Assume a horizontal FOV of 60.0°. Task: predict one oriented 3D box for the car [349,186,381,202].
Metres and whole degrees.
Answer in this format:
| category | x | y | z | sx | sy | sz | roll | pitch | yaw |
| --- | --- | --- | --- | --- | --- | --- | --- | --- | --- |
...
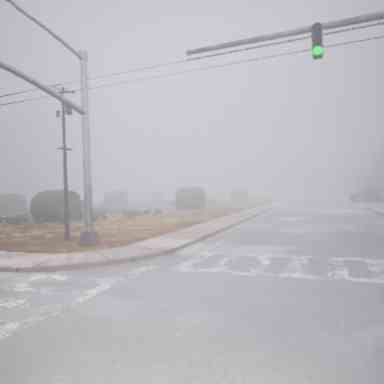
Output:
| category | x | y | z | sx | sy | sz | roll | pitch | yaw |
| --- | --- | --- | --- | --- | --- | --- | --- | --- | --- |
| car | 23.294 | 0.291 | 44.799 | 1.905 | 1.878 | 3.866 | -8 | 1 | -21 |
